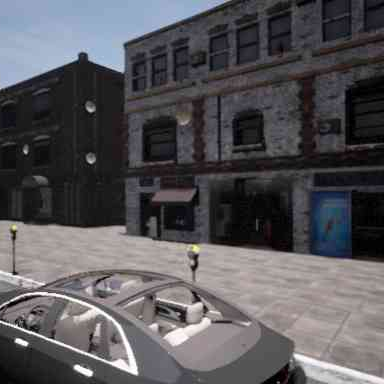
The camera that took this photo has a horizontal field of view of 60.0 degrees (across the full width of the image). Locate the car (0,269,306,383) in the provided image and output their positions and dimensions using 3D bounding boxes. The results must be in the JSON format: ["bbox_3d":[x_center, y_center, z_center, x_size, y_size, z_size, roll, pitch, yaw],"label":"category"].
[{"bbox_3d":[-1.066,1.558,3.645,4.403,1.369,2.008,0,-1,36],"label":"car"}]
